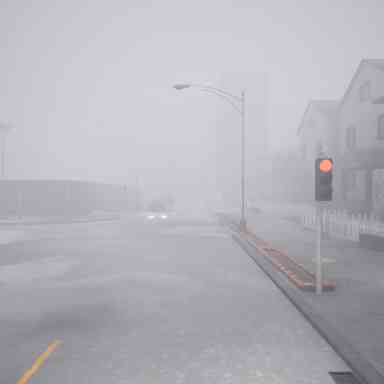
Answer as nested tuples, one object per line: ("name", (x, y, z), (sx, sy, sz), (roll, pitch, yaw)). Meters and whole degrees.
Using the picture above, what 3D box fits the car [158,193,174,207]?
("car", (-4.069, 1.222, 52.674), (2.150, 2.045, 5.566), (0, 0, 1))

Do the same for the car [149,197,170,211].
("car", (-4.097, 1.601, 40.991), (1.895, 1.301, 4.718), (0, 0, 0))
